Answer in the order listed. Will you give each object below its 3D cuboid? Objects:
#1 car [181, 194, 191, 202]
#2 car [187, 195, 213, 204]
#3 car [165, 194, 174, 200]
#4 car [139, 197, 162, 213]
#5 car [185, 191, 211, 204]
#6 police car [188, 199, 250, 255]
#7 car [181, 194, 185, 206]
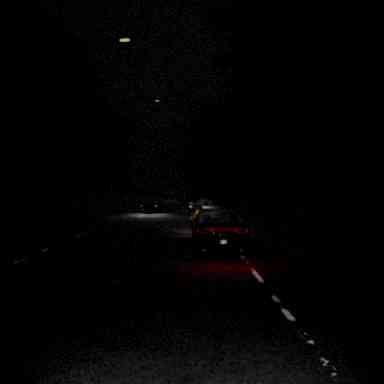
[{"bbox_3d":[-1.098,1.169,63.581,1.812,1.442,4.674,0,0,-2],"label":"car"},{"bbox_3d":[0.793,1.232,22.840,1.801,1.575,5.366,-1,1,-1],"label":"car"},{"bbox_3d":[-4.923,1.147,73.908,2.033,1.411,5.357,0,0,-2],"label":"car"},{"bbox_3d":[-4.007,1.211,32.883,1.882,1.535,5.008,0,0,-1],"label":"car"},{"bbox_3d":[0.691,0.957,28.690,2.150,2.045,5.566,-1,0,-1],"label":"car"},{"bbox_3d":[0.937,1.290,12.747,1.930,1.638,5.238,0,1,-1],"label":"police car"},{"bbox_3d":[-0.685,1.168,47.591,2.128,1.511,4.902,0,0,-1],"label":"car"}]
